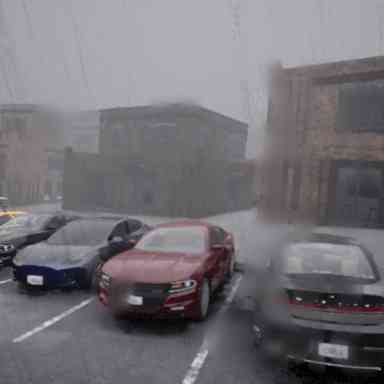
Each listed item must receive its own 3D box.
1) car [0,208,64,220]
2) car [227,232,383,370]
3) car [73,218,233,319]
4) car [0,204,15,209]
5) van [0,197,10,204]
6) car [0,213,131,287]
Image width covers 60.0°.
[{"bbox_3d":[-5.017,1.419,11.012,2.097,1.535,5.008,1,0,15],"label":"car"},{"bbox_3d":[2.159,1.464,5.904,2.231,1.521,4.892,0,-1,15],"label":"car"},{"bbox_3d":[-0.226,1.448,7.615,2.097,1.535,5.008,1,0,15],"label":"car"},{"bbox_3d":[-7.467,1.400,12.520,1.946,1.575,5.366,1,0,15],"label":"car"},{"bbox_3d":[-9.785,1.166,14.510,1.878,1.987,4.442,0,-1,15],"label":"van"},{"bbox_3d":[-2.634,1.463,9.279,2.163,1.488,4.792,1,0,15],"label":"car"}]
